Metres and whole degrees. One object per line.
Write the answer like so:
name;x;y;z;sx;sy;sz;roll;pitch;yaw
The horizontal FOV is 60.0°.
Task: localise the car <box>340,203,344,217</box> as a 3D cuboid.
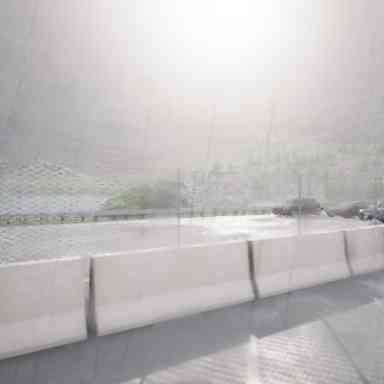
car;13.580;1.506;28.195;4.674;1.442;1.812;0;0;-27
